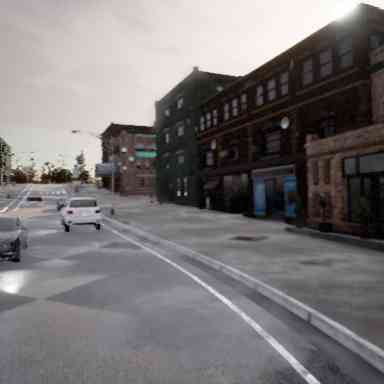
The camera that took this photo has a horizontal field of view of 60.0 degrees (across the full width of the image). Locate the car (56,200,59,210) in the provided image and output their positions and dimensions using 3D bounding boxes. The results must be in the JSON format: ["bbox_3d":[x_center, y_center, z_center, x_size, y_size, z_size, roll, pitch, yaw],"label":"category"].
[{"bbox_3d":[-15.192,1.368,39.923,2.033,1.411,5.357,-1,2,-24],"label":"car"}]

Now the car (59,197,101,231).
[{"bbox_3d":[-7.462,1.362,22.225,2.150,2.045,5.566,-1,0,-24],"label":"car"}]

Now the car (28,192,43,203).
[{"bbox_3d":[-23.794,0.729,50.462,1.882,1.535,5.008,-1,4,-23],"label":"car"}]

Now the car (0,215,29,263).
[{"bbox_3d":[-7.111,1.626,12.088,1.837,1.490,4.892,-1,0,-23],"label":"car"}]
